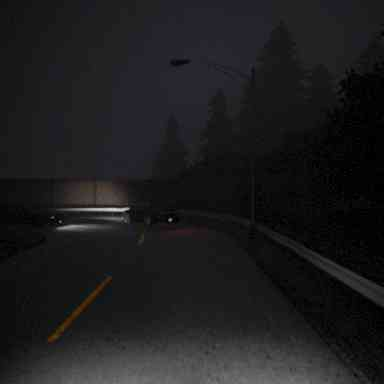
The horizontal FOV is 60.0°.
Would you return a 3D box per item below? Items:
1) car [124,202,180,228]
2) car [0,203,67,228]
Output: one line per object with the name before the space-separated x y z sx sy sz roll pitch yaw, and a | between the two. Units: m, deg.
car | -2.648 1.348 20.918 2.128 1.511 4.902 0 0 -35
car | -10.616 1.407 20.450 5.357 1.411 2.033 0 0 6
